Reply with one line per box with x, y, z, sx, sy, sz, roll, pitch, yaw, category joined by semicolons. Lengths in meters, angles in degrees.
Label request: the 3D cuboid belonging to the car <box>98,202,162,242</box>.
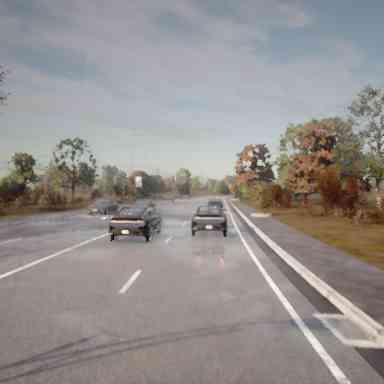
-2.661;1.477;16.476;2.128;1.511;4.902;0;0;4;car

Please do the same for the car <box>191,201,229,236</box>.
0.985;1.486;18.465;2.128;1.511;4.902;0;0;4;car

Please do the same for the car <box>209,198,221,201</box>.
2.795;1.492;40.489;1.837;1.490;4.892;0;0;5;car

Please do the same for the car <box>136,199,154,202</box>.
-4.956;1.460;34.271;2.128;1.511;4.902;0;0;5;car

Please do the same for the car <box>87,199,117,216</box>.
-8.621;1.463;32.513;1.837;1.490;4.892;0;0;5;car

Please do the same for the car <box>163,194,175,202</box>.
-5.076;1.204;72.830;2.097;1.767;4.553;0;0;5;car
